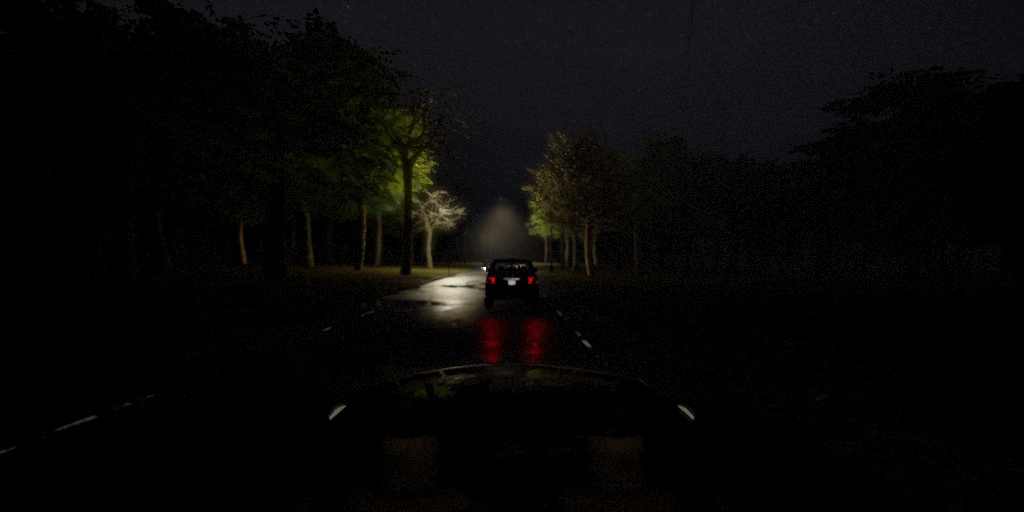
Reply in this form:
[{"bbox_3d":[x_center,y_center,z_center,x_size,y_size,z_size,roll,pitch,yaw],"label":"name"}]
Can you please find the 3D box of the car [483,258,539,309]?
[{"bbox_3d":[-0.004,1.093,15.879,2.150,2.045,5.566,0,0,0],"label":"car"}]
